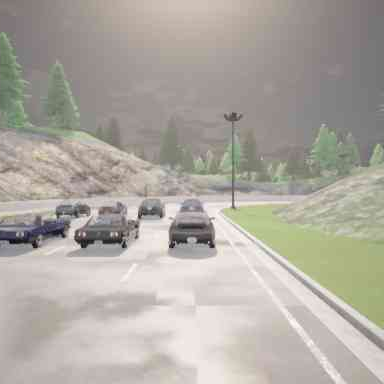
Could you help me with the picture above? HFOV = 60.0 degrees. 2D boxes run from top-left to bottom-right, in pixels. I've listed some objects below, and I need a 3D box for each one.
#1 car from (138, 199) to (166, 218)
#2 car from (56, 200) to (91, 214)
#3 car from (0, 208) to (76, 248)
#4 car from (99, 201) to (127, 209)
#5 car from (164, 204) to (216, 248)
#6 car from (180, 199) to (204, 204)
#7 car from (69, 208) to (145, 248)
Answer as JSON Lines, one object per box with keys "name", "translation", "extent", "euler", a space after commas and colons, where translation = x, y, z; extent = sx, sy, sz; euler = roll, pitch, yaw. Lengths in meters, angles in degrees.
{"name": "car", "translation": [-3.500, 1.366, 29.620], "extent": [2.097, 1.767, 4.553], "euler": [0, 0, 0]}
{"name": "car", "translation": [-10.500, 1.495, 29.650], "extent": [2.128, 1.511, 4.902], "euler": [0, 0, 0]}
{"name": "car", "translation": [-7.000, 1.616, 14.680], "extent": [1.895, 1.301, 4.718], "euler": [0, 0, 0]}
{"name": "car", "translation": [-7.000, 1.533, 29.650], "extent": [1.812, 1.442, 4.674], "euler": [0, 0, 0]}
{"name": "car", "translation": [0.000, 1.516, 14.650], "extent": [1.837, 1.490, 4.892], "euler": [0, 0, 0]}
{"name": "car", "translation": [0.000, 1.366, 29.620], "extent": [2.097, 1.767, 4.553], "euler": [0, 0, 0]}
{"name": "car", "translation": [-3.500, 1.616, 14.680], "extent": [1.895, 1.301, 4.718], "euler": [0, 0, 0]}
